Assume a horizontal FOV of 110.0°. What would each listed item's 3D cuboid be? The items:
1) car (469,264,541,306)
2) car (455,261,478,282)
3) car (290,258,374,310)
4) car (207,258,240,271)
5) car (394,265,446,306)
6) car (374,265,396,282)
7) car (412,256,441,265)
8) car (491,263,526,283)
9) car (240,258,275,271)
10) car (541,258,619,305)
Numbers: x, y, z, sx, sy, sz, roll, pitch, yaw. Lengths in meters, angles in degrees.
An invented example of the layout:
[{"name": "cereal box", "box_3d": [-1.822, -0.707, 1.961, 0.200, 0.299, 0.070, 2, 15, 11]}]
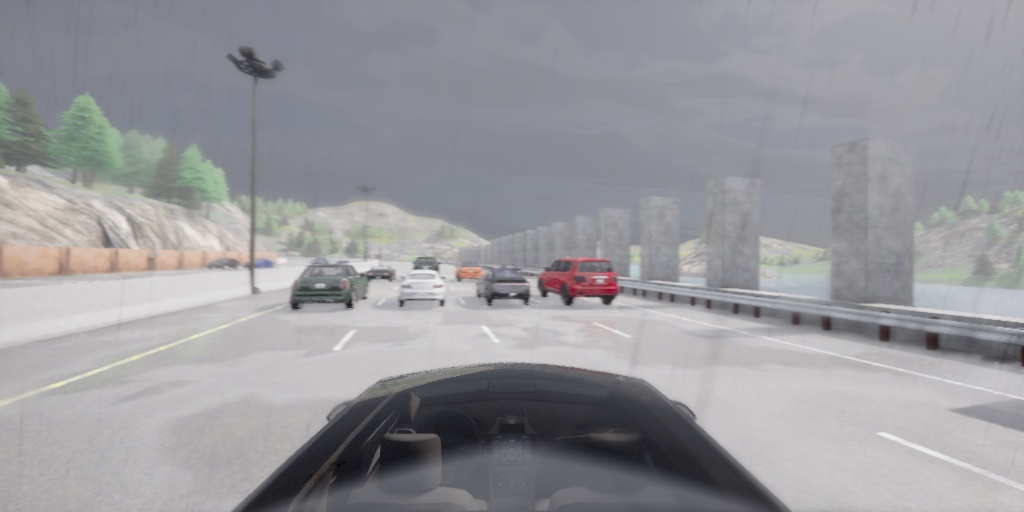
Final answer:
[{"name": "car", "box_3d": [-0.520, 1.338, 16.607, 2.128, 1.511, 4.902, 1, 0, -13]}, {"name": "car", "box_3d": [-3.754, 1.247, 30.867, 2.097, 1.767, 4.553, 1, -1, -13]}, {"name": "car", "box_3d": [-7.280, 1.084, 14.780, 2.097, 1.767, 4.553, 1, -1, -13]}, {"name": "car", "box_3d": [-35.629, 1.032, 44.505, 1.837, 1.490, 4.892, 1, 0, -13]}, {"name": "car", "box_3d": [-3.943, 1.316, 15.881, 1.812, 1.442, 4.674, 1, 0, -13]}, {"name": "car", "box_3d": [-10.593, 1.388, 29.358, 1.895, 1.301, 4.718, 1, 0, -13]}, {"name": "car", "box_3d": [-7.155, 1.058, 30.046, 2.150, 2.045, 5.566, 1, 0, -13]}, {"name": "car", "box_3d": [-0.385, 1.445, 31.833, 2.128, 1.511, 4.902, 1, 0, -12]}, {"name": "car", "box_3d": [-32.445, 1.064, 46.229, 1.882, 1.535, 5.008, 1, 0, -13]}, {"name": "car", "box_3d": [2.948, 1.116, 17.152, 2.150, 2.045, 5.566, 1, 0, -13]}]
